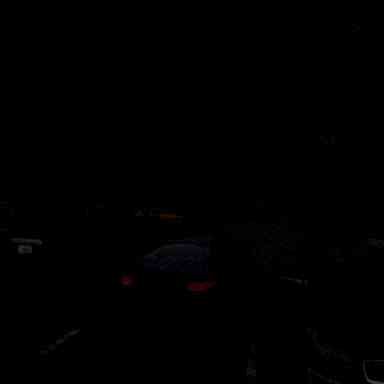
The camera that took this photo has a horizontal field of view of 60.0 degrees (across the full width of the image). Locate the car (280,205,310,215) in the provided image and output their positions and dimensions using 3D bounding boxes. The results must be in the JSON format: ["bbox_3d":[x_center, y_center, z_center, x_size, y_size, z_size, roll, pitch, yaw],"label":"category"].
[{"bbox_3d":[19.000,3.276,61.571,5.008,1.535,2.097,2,0,15],"label":"car"}]

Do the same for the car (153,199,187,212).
[{"bbox_3d":[-3.987,2.415,60.365,5.566,2.045,2.435,0,-1,15],"label":"car"}]

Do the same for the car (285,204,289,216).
[{"bbox_3d":[12.128,2.943,51.699,4.792,1.488,2.163,2,0,15],"label":"car"}]

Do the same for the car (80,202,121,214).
[{"bbox_3d":[-13.085,2.188,47.483,5.366,1.575,1.946,0,-1,15],"label":"car"}]

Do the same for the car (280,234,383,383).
[{"bbox_3d":[2.515,1.479,5.153,2.231,1.521,4.892,1,0,16],"label":"car"}]

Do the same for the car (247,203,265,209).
[{"bbox_3d":[17.759,3.861,92.261,4.792,1.488,2.163,0,-1,13],"label":"car"}]

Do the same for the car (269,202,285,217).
[{"bbox_3d":[10.429,2.572,49.229,5.566,2.045,2.435,2,0,15],"label":"car"}]

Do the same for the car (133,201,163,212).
[{"bbox_3d":[-7.317,2.362,55.451,4.553,1.767,2.185,1,-1,15],"label":"car"}]

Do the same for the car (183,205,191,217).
[{"bbox_3d":[-3.143,2.077,29.402,5.366,1.575,1.946,2,-1,15],"label":"car"}]

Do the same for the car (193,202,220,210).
[{"bbox_3d":[2.985,3.025,70.099,5.366,1.575,1.946,1,-2,15],"label":"car"}]

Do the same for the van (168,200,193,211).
[{"bbox_3d":[-2.152,2.532,62.778,4.442,1.987,1.878,0,-2,15],"label":"van"}]

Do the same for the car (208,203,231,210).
[{"bbox_3d":[6.214,3.235,75.035,4.792,1.488,2.163,0,-2,15],"label":"car"}]

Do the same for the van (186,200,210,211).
[{"bbox_3d":[1.230,2.711,67.677,4.442,1.987,1.878,0,-2,15],"label":"van"}]

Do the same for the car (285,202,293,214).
[{"bbox_3d":[13.906,2.755,54.165,5.566,2.045,2.435,2,-1,15],"label":"car"}]

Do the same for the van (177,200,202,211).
[{"bbox_3d":[-0.462,2.622,65.227,4.442,1.987,1.878,0,-2,15],"label":"van"}]

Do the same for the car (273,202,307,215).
[{"bbox_3d":[17.325,2.936,59.103,5.566,2.045,2.435,2,-1,15],"label":"car"}]

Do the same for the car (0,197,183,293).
[{"bbox_3d":[-2.301,1.160,8.614,2.435,2.045,5.566,1,0,16],"label":"car"}]

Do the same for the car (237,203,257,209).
[{"bbox_3d":[14.544,3.654,87.305,5.008,1.535,2.097,0,-1,14],"label":"car"}]

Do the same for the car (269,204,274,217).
[{"bbox_3d":[8.707,2.763,46.758,4.792,1.488,2.163,2,0,15],"label":"car"}]

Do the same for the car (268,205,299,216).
[{"bbox_3d":[15.581,3.095,56.631,5.008,1.535,2.097,2,0,15],"label":"car"}]

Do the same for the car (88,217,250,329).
[{"bbox_3d":[0.104,1.484,6.866,2.002,1.452,4.674,1,0,15],"label":"car"}]

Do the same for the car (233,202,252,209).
[{"bbox_3d":[12.918,3.439,84.842,4.553,1.767,2.185,0,-1,14],"label":"car"}]

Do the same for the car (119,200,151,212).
[{"bbox_3d":[-9.069,2.271,53.028,4.553,1.767,2.185,0,-2,15],"label":"car"}]

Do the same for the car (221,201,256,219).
[{"bbox_3d":[5.283,2.428,41.832,4.553,1.767,2.185,2,-1,15],"label":"car"}]

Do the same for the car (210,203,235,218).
[{"bbox_3d":[1.867,2.373,36.876,5.008,1.535,2.097,2,0,15],"label":"car"}]

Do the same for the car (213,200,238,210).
[{"bbox_3d":[7.849,3.044,77.498,5.566,2.045,2.435,0,-1,15],"label":"car"}]

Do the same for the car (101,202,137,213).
[{"bbox_3d":[-10.945,2.325,50.225,4.792,1.488,2.163,0,-2,15],"label":"car"}]

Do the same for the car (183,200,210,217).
[{"bbox_3d":[-1.556,1.930,31.929,5.566,2.045,2.435,2,-1,15],"label":"car"}]

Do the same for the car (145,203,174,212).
[{"bbox_3d":[-5.656,2.617,57.909,4.674,1.452,2.002,0,-2,15],"label":"car"}]

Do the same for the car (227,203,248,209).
[{"bbox_3d":[11.230,3.476,82.386,4.892,1.521,2.231,0,-1,14],"label":"car"}]

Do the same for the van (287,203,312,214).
[{"bbox_3d":[20.603,3.137,64.073,4.442,1.987,1.878,2,0,15],"label":"van"}]

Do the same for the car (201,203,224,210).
[{"bbox_3d":[4.465,3.145,72.595,4.792,1.488,2.163,0,-1,15],"label":"car"}]

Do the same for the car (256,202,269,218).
[{"bbox_3d":[7.004,2.392,44.288,5.566,2.045,2.435,2,0,15],"label":"car"}]

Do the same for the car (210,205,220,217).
[{"bbox_3d":[0.132,2.319,34.398,4.674,1.452,2.002,2,0,15],"label":"car"}]
